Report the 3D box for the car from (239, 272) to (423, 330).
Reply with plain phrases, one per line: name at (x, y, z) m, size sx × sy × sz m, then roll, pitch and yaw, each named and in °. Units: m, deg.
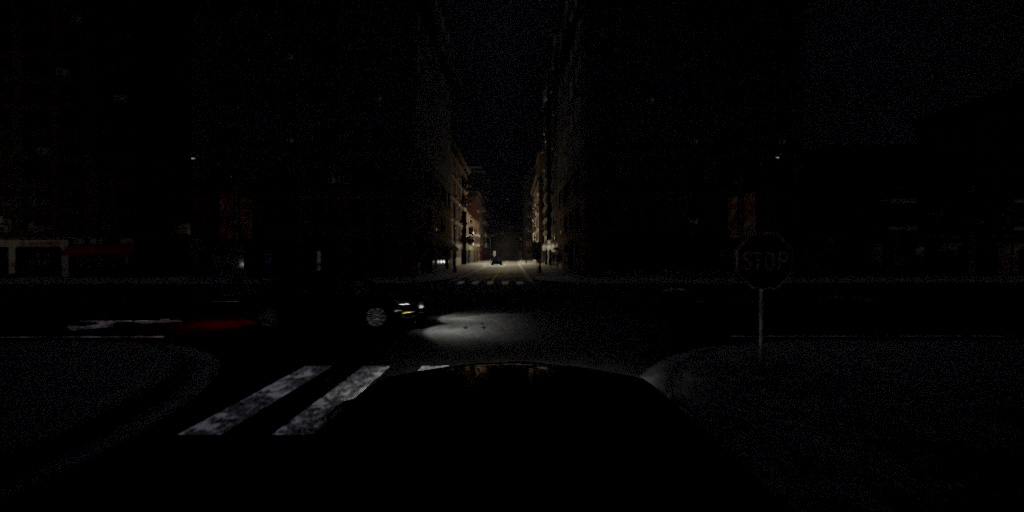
car at (-5.079, 1.227, 10.402) m, size 4.892 × 1.490 × 1.837 m, roll 0°, pitch 0°, yaw 0°
